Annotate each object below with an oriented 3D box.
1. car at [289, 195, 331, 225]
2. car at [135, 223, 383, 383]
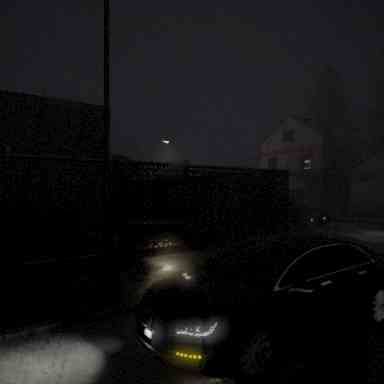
[{"bbox_3d":[6.384,1.220,22.271,2.150,2.045,5.566,0,0,-35],"label":"car"},{"bbox_3d":[1.473,1.505,5.491,4.892,1.490,1.837,0,0,-34],"label":"car"}]
